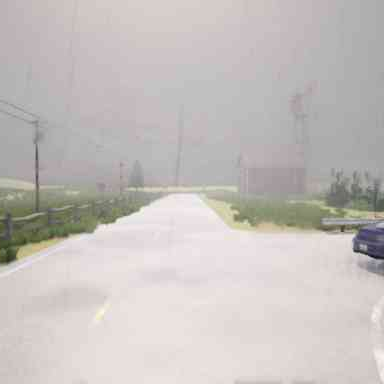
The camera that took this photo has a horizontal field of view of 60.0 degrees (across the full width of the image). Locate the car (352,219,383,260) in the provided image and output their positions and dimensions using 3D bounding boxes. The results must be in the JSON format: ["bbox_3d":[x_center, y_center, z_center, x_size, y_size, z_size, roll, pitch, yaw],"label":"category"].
[{"bbox_3d":[6.912,1.270,9.319,4.674,1.442,1.812,-1,0,-8],"label":"car"}]
